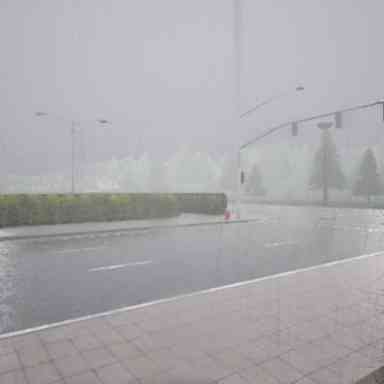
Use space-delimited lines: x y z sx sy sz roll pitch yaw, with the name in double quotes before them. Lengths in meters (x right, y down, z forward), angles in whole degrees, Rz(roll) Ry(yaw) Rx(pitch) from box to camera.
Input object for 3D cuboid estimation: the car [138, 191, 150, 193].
"car" -11.700 0.881 78.364 2.150 2.045 5.566 0 0 -34
